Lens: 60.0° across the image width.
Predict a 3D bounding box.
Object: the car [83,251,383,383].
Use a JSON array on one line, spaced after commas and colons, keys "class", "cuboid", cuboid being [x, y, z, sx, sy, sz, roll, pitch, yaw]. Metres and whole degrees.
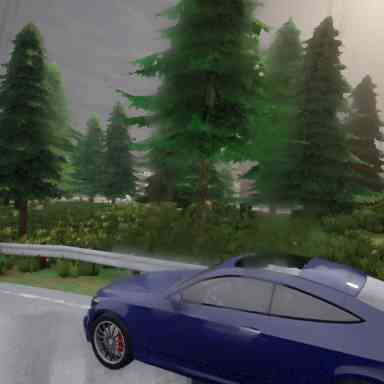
[{"class": "car", "cuboid": [0.761, 1.499, 4.094, 4.674, 1.442, 1.812, 1, 1, 31]}]
